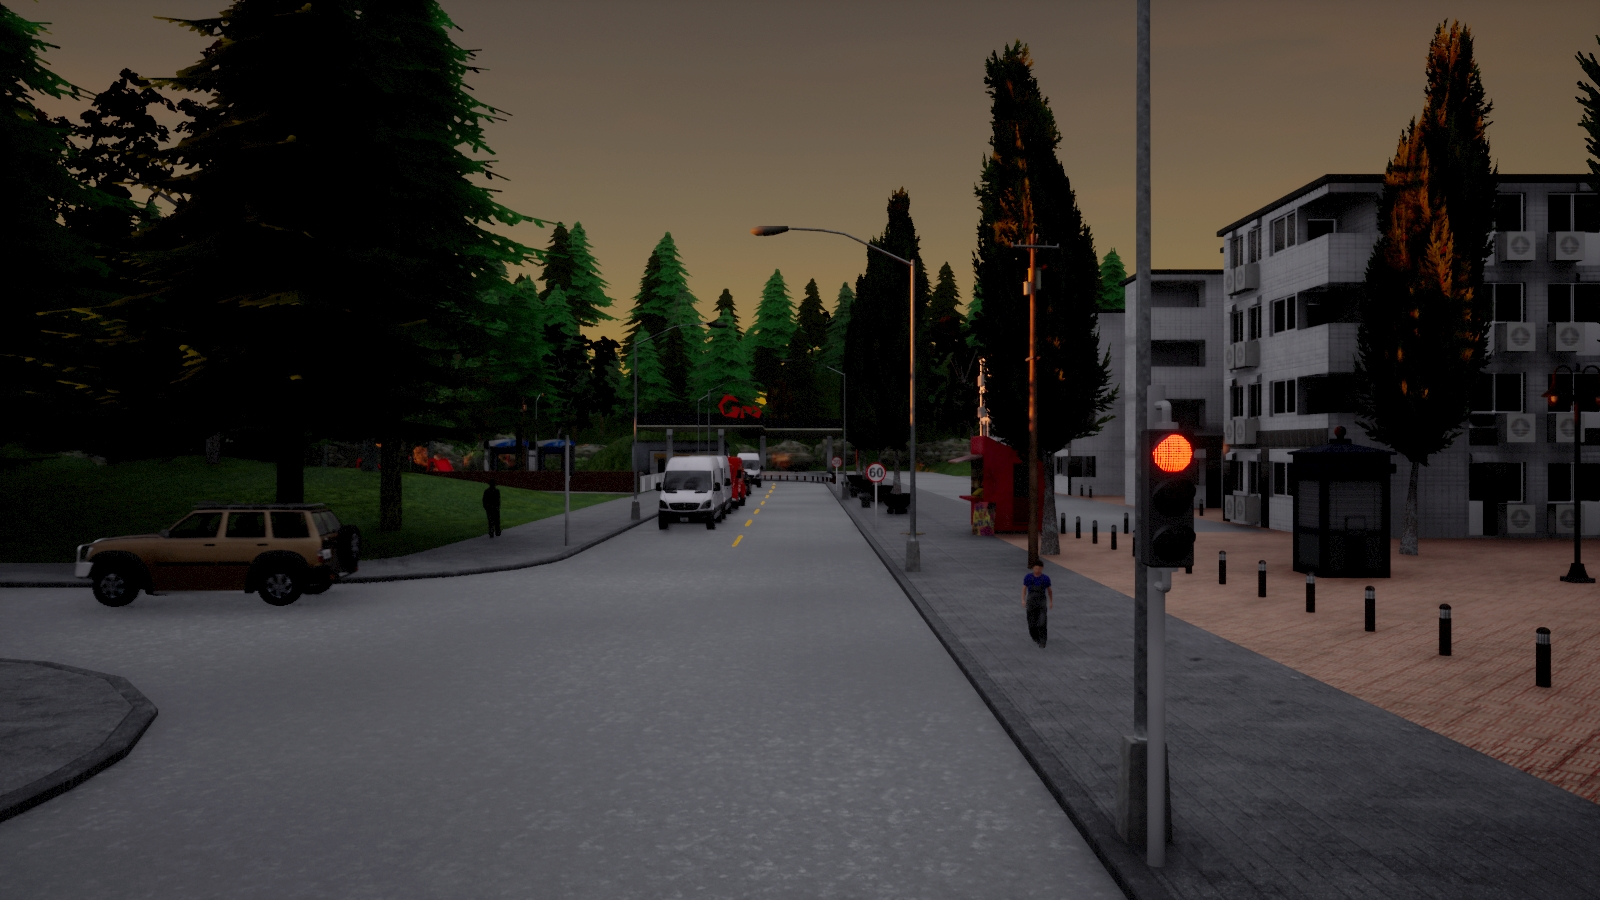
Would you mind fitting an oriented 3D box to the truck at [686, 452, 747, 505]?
[{"bbox_3d":[-3.995,1.339,55.631,2.627,2.467,5.204,0,0,0],"label":"truck"}]

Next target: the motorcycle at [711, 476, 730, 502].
[{"bbox_3d":[-3.975,1.953,57.177,0.856,1.236,1.805,0,0,0],"label":"motorcycle"}]

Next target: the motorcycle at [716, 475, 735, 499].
[{"bbox_3d":[-3.988,1.975,61.268,0.867,1.251,2.209,0,0,0],"label":"motorcycle"}]

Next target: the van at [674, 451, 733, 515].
[{"bbox_3d":[-4.007,1.306,48.327,1.988,2.561,5.915,0,0,0],"label":"van"}]

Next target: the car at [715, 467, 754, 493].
[{"bbox_3d":[-3.975,1.816,70.543,2.128,1.511,4.902,0,0,0],"label":"car"}]

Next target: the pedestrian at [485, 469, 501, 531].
[{"bbox_3d":[-9.294,1.520,34.578,0.375,1.860,0.375,0,0,0],"label":"pedestrian"}]

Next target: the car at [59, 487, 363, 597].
[{"bbox_3d":[-10.749,1.640,21.140,4.605,1.855,1.932,0,0,-4],"label":"car"}]

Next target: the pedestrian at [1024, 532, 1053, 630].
[{"bbox_3d":[3.294,1.802,15.754,0.375,1.300,0.375,0,0,14],"label":"pedestrian"}]

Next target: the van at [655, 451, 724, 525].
[{"bbox_3d":[-4.013,1.307,42.390,1.988,2.561,5.915,0,0,0],"label":"van"}]
